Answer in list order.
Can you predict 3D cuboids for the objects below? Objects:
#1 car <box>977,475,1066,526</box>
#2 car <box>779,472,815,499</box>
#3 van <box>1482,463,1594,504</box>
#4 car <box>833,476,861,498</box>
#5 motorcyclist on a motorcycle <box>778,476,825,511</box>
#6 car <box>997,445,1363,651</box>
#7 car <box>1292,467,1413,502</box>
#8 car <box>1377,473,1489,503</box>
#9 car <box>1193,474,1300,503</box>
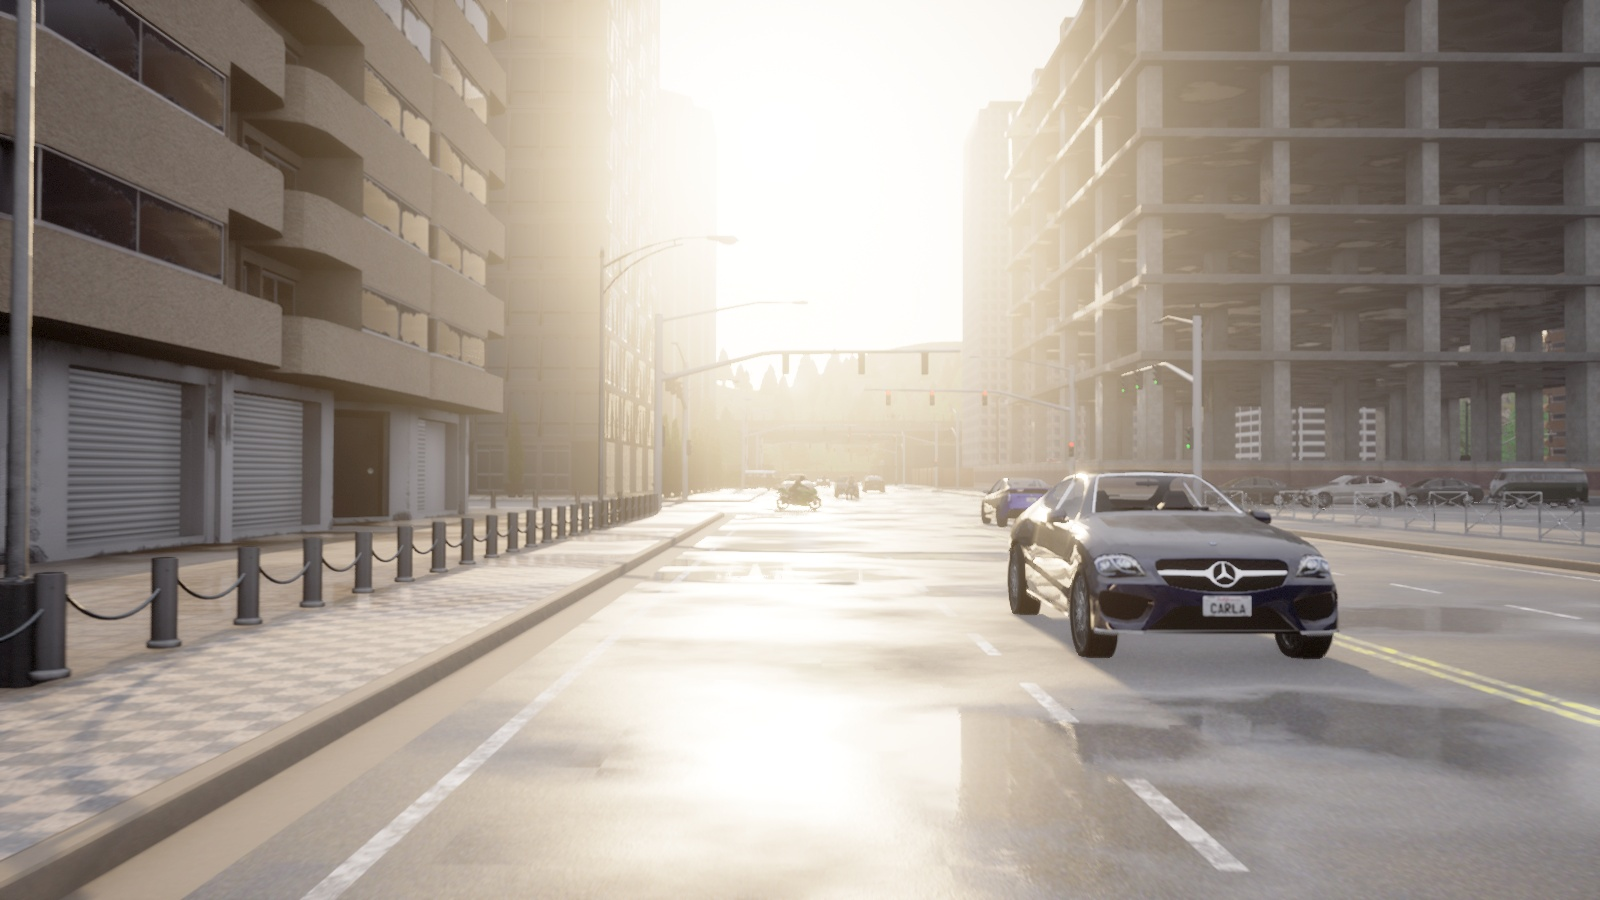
[{"bbox_3d":[6.902,1.545,39.594,2.007,1.525,4.514,0,-1,0],"label":"car"},{"bbox_3d":[-0.195,2.205,78.925,2.152,1.651,5.027,0,-1,0],"label":"car"},{"bbox_3d":[36.453,1.634,62.088,4.442,1.987,1.775,0,-1,0],"label":"van"},{"bbox_3d":[3.282,2.577,88.048,1.789,1.549,3.705,0,-1,0],"label":"car"},{"bbox_3d":[0.057,1.888,54.676,2.044,1.523,0.797,0,-1,-1],"label":"motorcyclist on a motorcycle"},{"bbox_3d":[3.468,0.843,12.676,2.152,1.651,5.027,0,-1,0],"label":"car"},{"bbox_3d":[27.235,1.696,62.030,5.027,1.651,2.152,0,-1,0],"label":"car"},{"bbox_3d":[33.004,1.969,65.562,4.892,1.490,1.837,-1,-1,0],"label":"car"},{"bbox_3d":[23.240,2.009,65.503,4.892,1.490,1.837,0,-1,0],"label":"car"}]
